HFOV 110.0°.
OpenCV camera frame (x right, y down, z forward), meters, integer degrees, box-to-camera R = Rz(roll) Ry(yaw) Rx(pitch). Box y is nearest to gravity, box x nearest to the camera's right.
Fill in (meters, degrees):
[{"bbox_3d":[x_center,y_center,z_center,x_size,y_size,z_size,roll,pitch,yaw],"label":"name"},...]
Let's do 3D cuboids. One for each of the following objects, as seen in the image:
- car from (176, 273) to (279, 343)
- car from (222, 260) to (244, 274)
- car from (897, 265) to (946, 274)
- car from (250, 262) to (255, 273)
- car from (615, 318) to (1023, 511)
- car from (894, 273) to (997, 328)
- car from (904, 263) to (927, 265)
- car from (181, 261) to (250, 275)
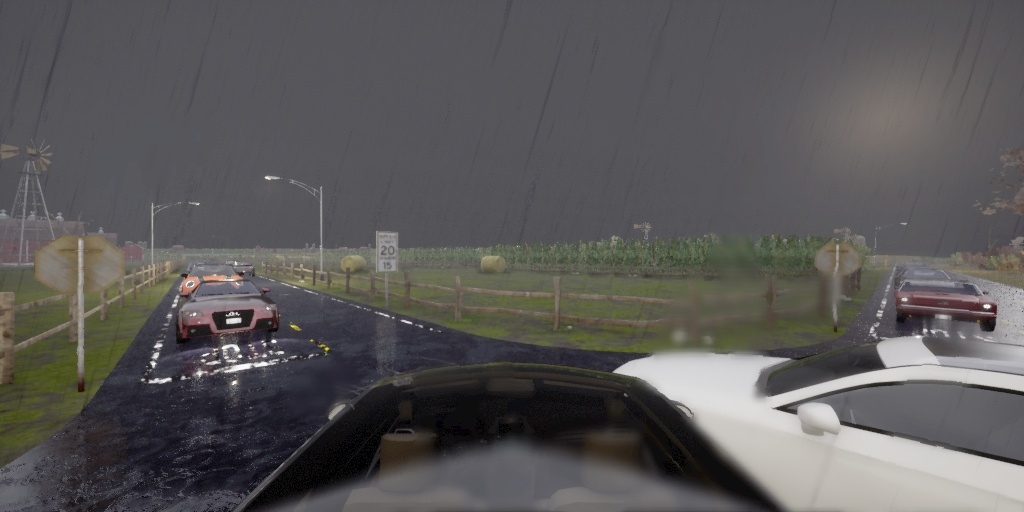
[{"bbox_3d":[-7.923,1.353,9.953,1.994,1.385,4.181,0,0,-42],"label":"car"},{"bbox_3d":[-33.625,1.292,43.170,1.837,1.490,4.892,0,0,-41],"label":"car"},{"bbox_3d":[20.627,1.357,17.940,5.357,1.411,2.033,0,1,-43],"label":"car"},{"bbox_3d":[-26.918,1.273,35.700,2.128,1.511,4.902,0,0,-41],"label":"car"},{"bbox_3d":[2.842,1.294,2.347,1.812,1.442,4.674,0,1,-44],"label":"car"},{"bbox_3d":[13.538,1.394,11.389,4.718,1.301,1.895,0,1,-43],"label":"car"},{"bbox_3d":[27.393,1.392,24.182,4.181,1.385,1.994,0,1,-43],"label":"car"},{"bbox_3d":[-13.688,1.136,16.447,2.097,1.767,4.553,0,0,-42],"label":"car"}]
